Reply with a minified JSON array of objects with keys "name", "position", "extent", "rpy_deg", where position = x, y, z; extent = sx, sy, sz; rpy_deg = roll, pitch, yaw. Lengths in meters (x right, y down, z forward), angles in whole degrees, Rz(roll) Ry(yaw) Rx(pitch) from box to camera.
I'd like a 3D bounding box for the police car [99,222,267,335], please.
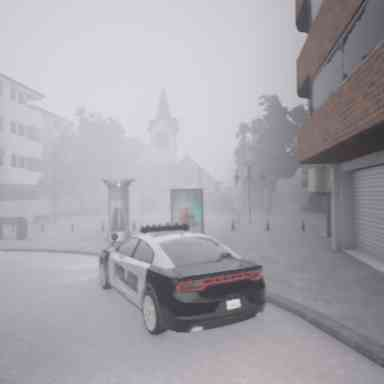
[{"name":"police car","position":[-0.641,1.500,7.199],"extent":[1.930,1.638,5.238],"rpy_deg":[-1,-1,-29]}]
